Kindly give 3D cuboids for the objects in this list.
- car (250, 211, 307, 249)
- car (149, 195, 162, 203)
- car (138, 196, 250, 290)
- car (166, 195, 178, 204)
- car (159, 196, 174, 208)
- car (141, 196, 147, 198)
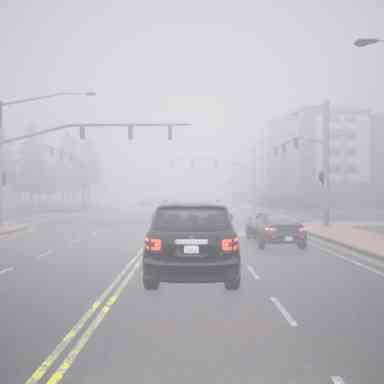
[{"bbox_3d":[3.507,1.523,14.366,1.812,1.442,4.674,0,0,0],"label":"car"},{"bbox_3d":[-7.367,1.482,67.368,2.128,1.511,4.902,0,0,0],"label":"car"},{"bbox_3d":[0.002,1.220,9.199,2.150,2.045,5.566,0,0,0],"label":"car"},{"bbox_3d":[-3.877,1.467,65.089,1.882,1.535,5.008,0,0,0],"label":"car"},{"bbox_3d":[-3.845,1.470,50.467,1.882,1.535,5.008,0,0,0],"label":"car"},{"bbox_3d":[-7.348,1.469,53.045,1.882,1.535,5.008,0,0,-1],"label":"car"}]
